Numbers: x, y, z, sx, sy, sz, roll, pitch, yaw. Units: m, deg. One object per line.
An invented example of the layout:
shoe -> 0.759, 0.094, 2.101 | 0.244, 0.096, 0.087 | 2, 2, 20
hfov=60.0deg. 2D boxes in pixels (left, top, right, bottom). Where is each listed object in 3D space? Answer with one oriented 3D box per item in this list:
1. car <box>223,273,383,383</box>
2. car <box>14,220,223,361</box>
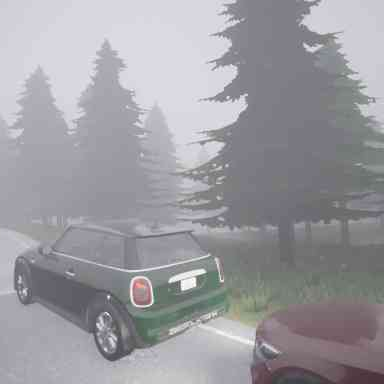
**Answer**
car -> 2.749, 1.531, 2.595 | 4.674, 1.442, 1.812 | 1, 0, 36
car -> -1.578, 1.308, 6.219 | 4.553, 1.767, 2.097 | 1, 1, 44
